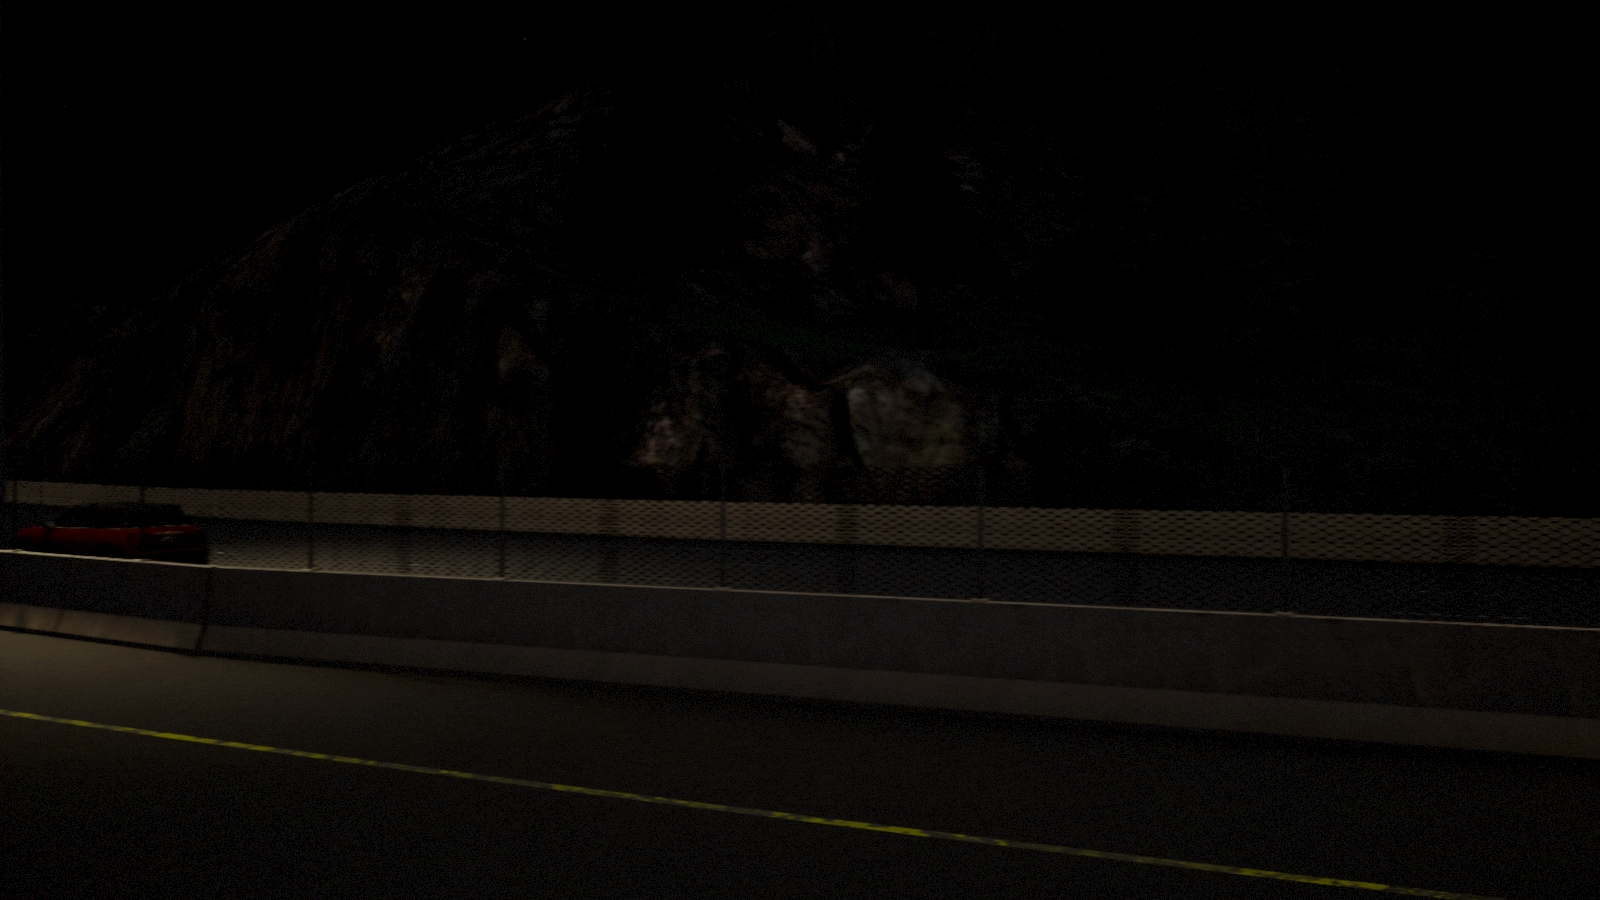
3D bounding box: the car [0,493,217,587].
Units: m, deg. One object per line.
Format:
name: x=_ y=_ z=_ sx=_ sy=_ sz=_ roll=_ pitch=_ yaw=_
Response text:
car: x=-15.397 y=1.919 z=25.338 sx=4.553 sy=1.767 sz=2.097 roll=0 pitch=0 yaw=27
